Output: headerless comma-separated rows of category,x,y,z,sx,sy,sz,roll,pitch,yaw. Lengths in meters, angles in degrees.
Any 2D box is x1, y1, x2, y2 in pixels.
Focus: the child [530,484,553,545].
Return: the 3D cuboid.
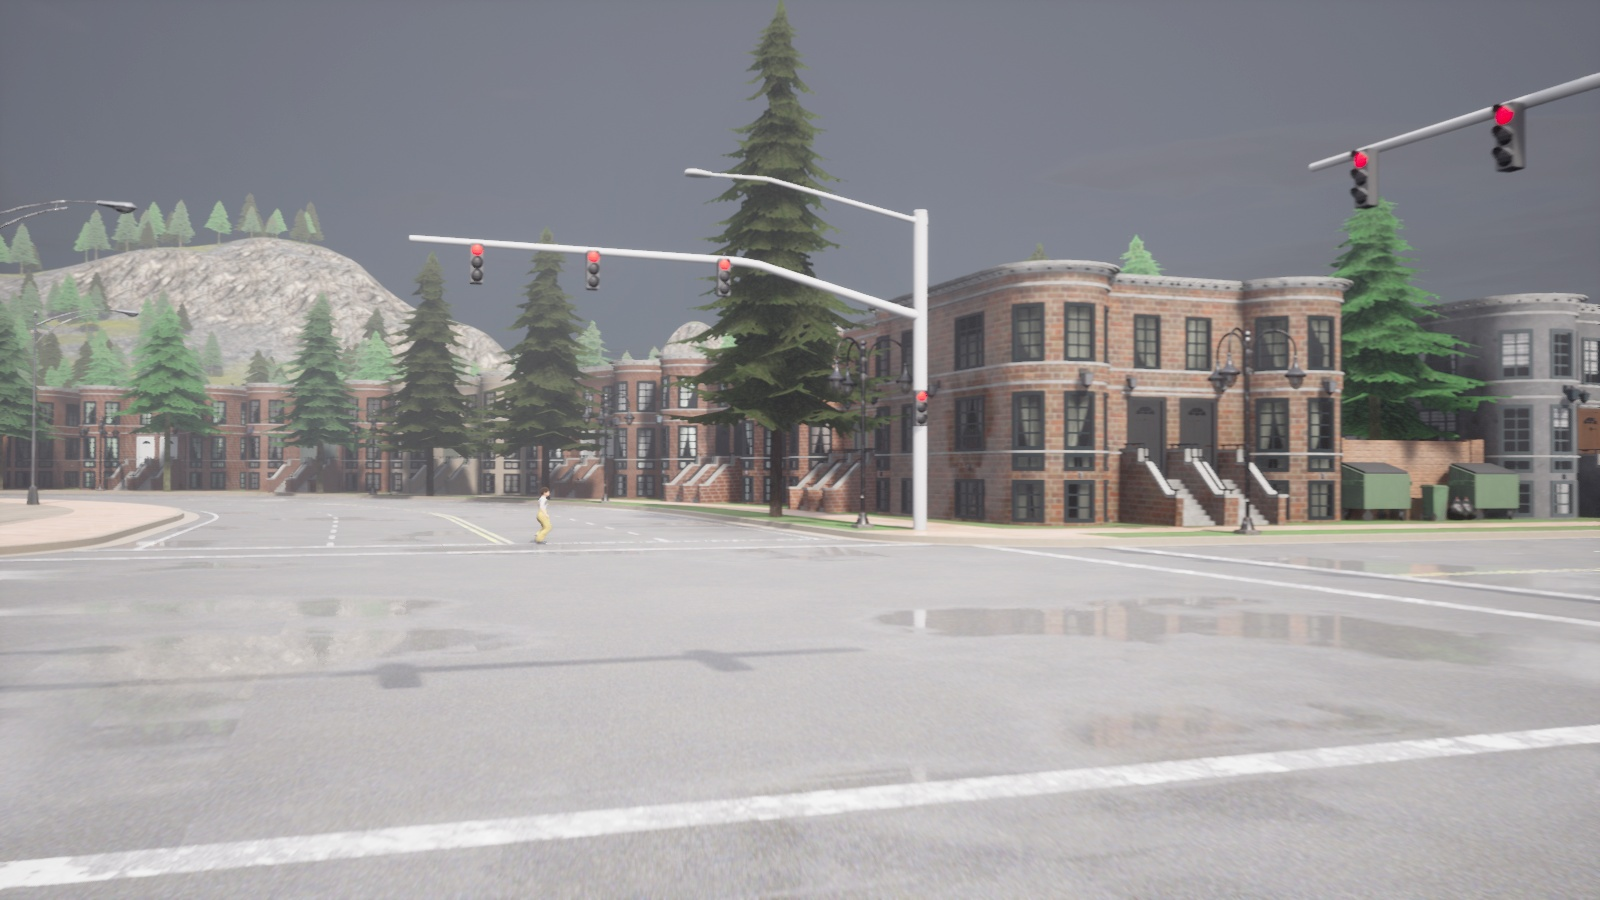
child,-5.419,1.343,26.327,0.437,1.263,0.270,0,-1,-18
